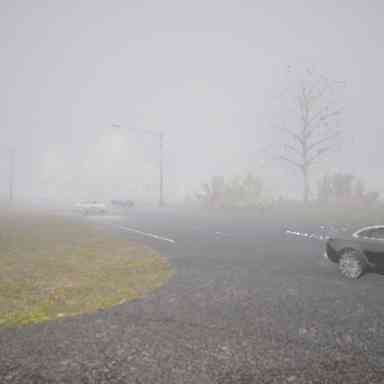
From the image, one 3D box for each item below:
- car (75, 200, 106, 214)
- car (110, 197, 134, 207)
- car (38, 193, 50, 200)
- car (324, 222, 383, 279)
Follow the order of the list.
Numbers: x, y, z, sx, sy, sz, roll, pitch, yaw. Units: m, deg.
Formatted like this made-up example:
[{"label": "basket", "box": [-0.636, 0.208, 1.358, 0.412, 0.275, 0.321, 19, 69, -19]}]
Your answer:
[{"label": "car", "box": [-10.069, 1.443, 32.904, 1.895, 1.301, 4.718, 0, 0, -32]}, {"label": "car", "box": [-9.620, 1.370, 45.420, 1.895, 1.301, 4.718, 0, 0, -32]}, {"label": "car", "box": [-33.119, 1.077, 73.967, 1.812, 1.442, 4.674, 0, 0, -25]}, {"label": "car", "box": [5.555, 1.483, 7.802, 2.128, 1.511, 4.902, 0, 0, -32]}]
